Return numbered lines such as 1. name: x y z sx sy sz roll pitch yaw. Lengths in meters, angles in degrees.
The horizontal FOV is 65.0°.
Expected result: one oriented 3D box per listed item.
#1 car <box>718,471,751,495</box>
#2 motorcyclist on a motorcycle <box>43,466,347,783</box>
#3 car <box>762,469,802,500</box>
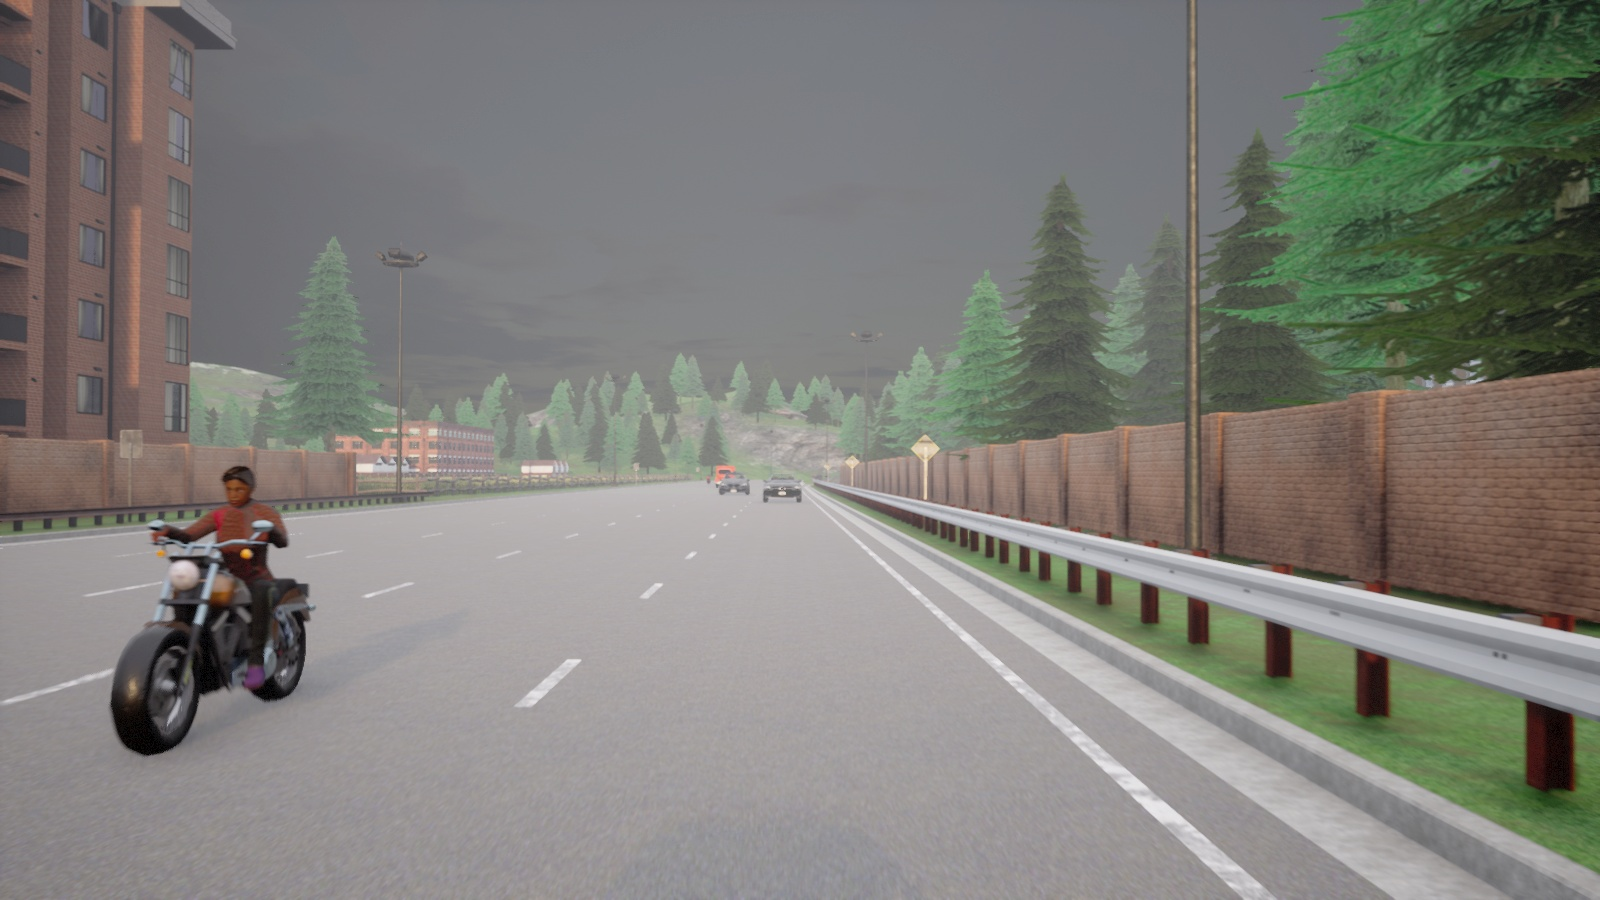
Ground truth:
1. car: -4.829 2.412 92.613 2.242 1.667 4.611 0 -1 -1
2. motorcyclist on a motorcycle: -3.586 0.928 7.745 0.766 1.649 2.350 0 -1 -1
3. car: -0.990 1.898 69.470 2.152 1.651 5.027 0 -1 -1
